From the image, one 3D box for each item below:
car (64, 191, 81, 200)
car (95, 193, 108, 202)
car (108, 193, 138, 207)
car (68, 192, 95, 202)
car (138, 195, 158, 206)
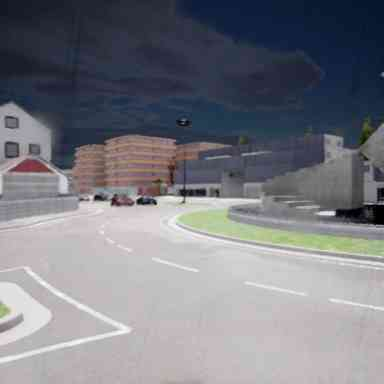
[{"bbox_3d":[-25.420,0.714,70.699,2.097,1.767,4.553,-1,1,-40],"label":"car"},{"bbox_3d":[-15.881,0.939,59.228,2.128,1.511,4.902,-1,1,-39],"label":"car"},{"bbox_3d":[-8.754,0.955,41.804,2.097,1.767,4.553,0,1,-25],"label":"car"},{"bbox_3d":[-19.465,0.961,58.063,2.128,1.511,4.902,-1,1,-39],"label":"car"},{"bbox_3d":[-6.000,1.136,44.204,1.994,1.385,4.181,0,1,-25],"label":"car"}]
